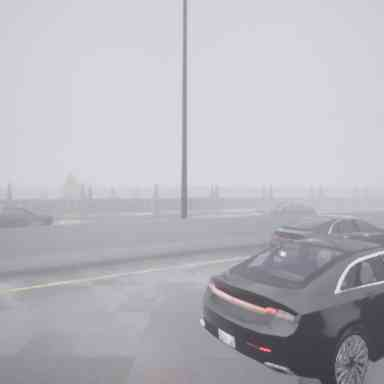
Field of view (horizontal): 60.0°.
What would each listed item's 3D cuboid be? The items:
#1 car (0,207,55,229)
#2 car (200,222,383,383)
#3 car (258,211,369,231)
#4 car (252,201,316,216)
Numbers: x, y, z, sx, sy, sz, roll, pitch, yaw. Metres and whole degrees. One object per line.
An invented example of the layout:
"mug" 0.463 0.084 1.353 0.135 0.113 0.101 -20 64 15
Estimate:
"car" -10.143 1.500 18.057 4.718 1.301 1.895 0 0 -34
"car" 2.452 1.478 5.147 4.902 1.511 2.128 0 0 -32
"car" 4.646 1.478 10.475 4.892 1.490 1.837 0 0 -29
"car" 6.459 1.421 23.343 4.902 1.511 2.128 0 0 -24
